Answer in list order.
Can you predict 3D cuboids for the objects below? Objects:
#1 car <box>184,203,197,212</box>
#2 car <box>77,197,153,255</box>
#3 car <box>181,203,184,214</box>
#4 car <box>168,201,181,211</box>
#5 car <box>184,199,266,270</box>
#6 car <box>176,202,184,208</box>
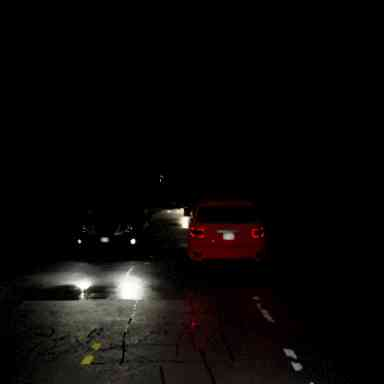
[{"bbox_3d":[-0.181,2.303,50.952,1.895,1.301,4.718,0,-2,0],"label":"car"},{"bbox_3d":[-2.900,1.242,13.797,2.150,2.045,5.566,0,0,0],"label":"car"},{"bbox_3d":[-0.078,1.976,41.012,1.812,1.442,4.674,0,-1,-2],"label":"car"},{"bbox_3d":[-3.026,2.322,56.019,1.882,1.535,5.008,0,-2,0],"label":"car"},{"bbox_3d":[0.923,1.230,11.109,2.150,2.045,5.566,0,0,0],"label":"car"},{"bbox_3d":[-3.046,3.354,83.375,1.882,1.535,5.008,0,-3,0],"label":"car"}]
